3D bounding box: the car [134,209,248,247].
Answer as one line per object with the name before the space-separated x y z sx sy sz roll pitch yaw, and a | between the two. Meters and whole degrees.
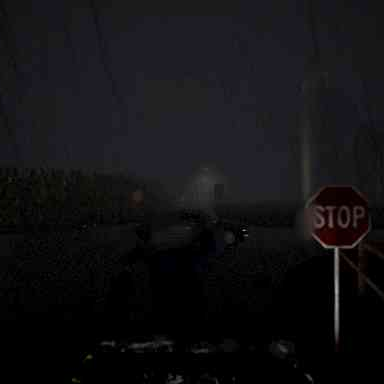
car | -0.040 1.514 14.455 4.892 1.490 1.837 0 0 -3
